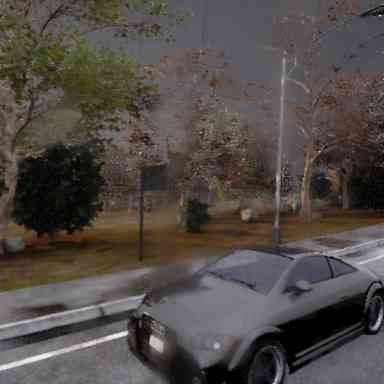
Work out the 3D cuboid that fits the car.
[{"bbox_3d":[1.174,1.550,5.043,4.181,1.385,1.994,0,0,-37],"label":"car"}]
